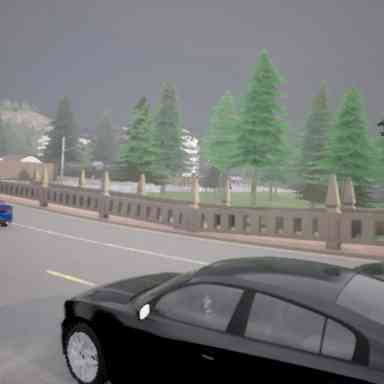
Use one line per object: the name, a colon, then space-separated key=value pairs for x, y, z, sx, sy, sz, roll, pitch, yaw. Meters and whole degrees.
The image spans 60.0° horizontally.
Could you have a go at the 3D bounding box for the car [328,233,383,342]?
car: x=4.523 y=1.562 z=5.065 sx=4.181 sy=1.385 sz=1.994 roll=0 pitch=0 yaw=36

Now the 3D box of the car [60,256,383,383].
car: x=0.615 y=1.462 z=3.554 sx=5.008 sy=1.535 sz=1.882 roll=0 pitch=0 yaw=36

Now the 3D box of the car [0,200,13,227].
car: x=-10.384 y=0.740 z=15.639 sx=5.008 sy=1.535 sz=1.882 roll=6 pitch=3 yaw=35
